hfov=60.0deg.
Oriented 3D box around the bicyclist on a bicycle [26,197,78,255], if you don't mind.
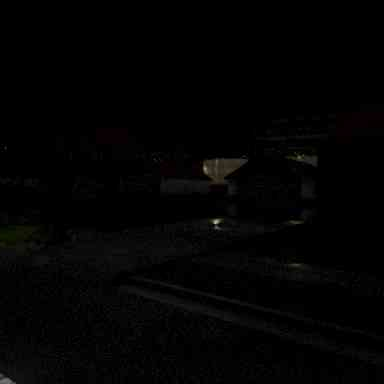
[{"bbox_3d":[-4.007,0.960,9.689,0.582,1.620,1.656,2,1,35],"label":"bicyclist on a bicycle"}]
